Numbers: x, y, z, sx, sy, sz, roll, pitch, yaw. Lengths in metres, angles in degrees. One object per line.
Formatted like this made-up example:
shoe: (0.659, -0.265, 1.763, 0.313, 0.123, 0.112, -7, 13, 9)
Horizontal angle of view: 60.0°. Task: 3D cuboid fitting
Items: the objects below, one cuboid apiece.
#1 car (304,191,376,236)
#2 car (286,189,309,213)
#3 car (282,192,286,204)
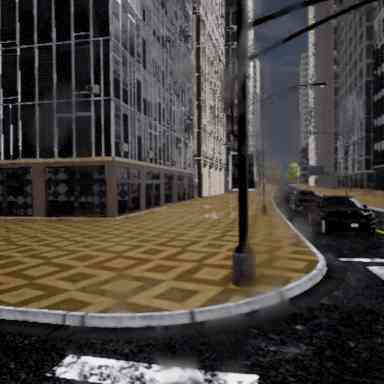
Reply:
car: (6.457, 0.900, 14.777, 1.882, 1.535, 5.008, 0, 2, 10)
car: (8.284, 0.651, 24.451, 1.837, 1.490, 4.892, 0, 2, 11)
car: (10.350, 0.424, 34.253, 1.994, 1.385, 4.181, 0, 2, 13)
